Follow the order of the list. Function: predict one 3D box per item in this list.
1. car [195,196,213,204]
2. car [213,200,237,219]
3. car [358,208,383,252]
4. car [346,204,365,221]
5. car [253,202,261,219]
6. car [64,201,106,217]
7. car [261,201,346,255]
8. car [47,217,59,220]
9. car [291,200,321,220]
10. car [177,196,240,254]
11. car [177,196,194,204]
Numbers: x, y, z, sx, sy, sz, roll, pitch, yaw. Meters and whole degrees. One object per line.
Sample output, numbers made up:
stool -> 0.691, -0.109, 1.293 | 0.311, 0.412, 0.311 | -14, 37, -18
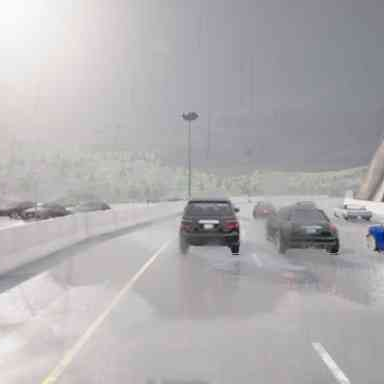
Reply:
car -> 2.556, 1.570, 67.141 | 2.128, 1.511, 4.902 | 0, 0, 21
car -> 3.066, 1.559, 30.530 | 1.812, 1.442, 4.674 | 0, 0, 10
car -> 7.591, 1.503, 10.875 | 1.882, 1.535, 5.008 | 0, 0, 4
car -> 13.172, 1.652, 27.587 | 1.895, 1.301, 4.718 | 0, 0, 10
car -> 6.510, 1.604, 29.892 | 1.994, 1.385, 4.181 | 0, 0, 10
car -> -8.328, 1.499, 27.240 | 2.128, 1.511, 4.902 | 0, 0, 9
car -> 4.322, 1.373, 13.715 | 2.097, 1.767, 4.553 | 0, 0, 5
car -> -11.894, 1.564, 27.038 | 1.994, 1.385, 4.181 | 0, 0, 9
car -> 9.961, 1.551, 29.362 | 1.837, 1.490, 4.892 | 0, 0, 10
car -> 0.778, 1.235, 13.677 | 2.150, 2.045, 5.566 | 0, 0, 5
car -> -1.330, 1.581, 66.855 | 1.812, 1.442, 4.674 | 0, 0, 21
